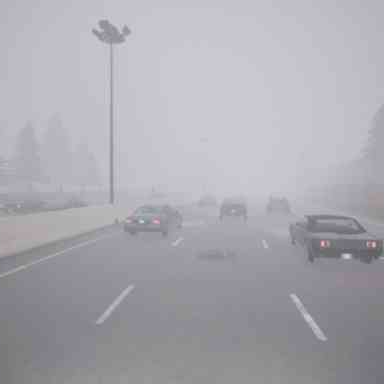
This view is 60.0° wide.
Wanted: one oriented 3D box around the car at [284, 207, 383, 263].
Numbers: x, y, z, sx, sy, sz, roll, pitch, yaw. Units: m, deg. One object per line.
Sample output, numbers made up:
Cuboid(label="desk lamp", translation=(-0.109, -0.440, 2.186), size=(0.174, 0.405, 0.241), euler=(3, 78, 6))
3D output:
Cuboid(label="car", translation=(4.552, 1.431, 11.314), size=(1.895, 1.301, 4.718), euler=(0, 1, 8))

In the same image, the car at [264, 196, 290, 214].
Cuboid(label="car", translation=(7.435, 1.050, 29.147), size=(2.128, 1.511, 4.902), euler=(0, 1, 9))

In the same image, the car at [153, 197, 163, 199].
Cuboid(label="car", translation=(-4.678, 0.805, 42.699), size=(1.882, 1.535, 5.008), euler=(0, 1, 10))

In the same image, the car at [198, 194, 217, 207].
Cuboid(label="car", translation=(1.925, 0.965, 38.654), size=(1.994, 1.385, 4.181), euler=(0, 1, 9))

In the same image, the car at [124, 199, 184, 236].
Cuboid(label="car", translation=(-1.734, 1.283, 16.670), size=(2.033, 1.411, 5.357), euler=(0, 1, 9))

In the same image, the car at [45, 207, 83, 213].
Cuboid(label="car", translation=(-10.651, 1.065, 28.330), size=(1.812, 1.442, 4.674), euler=(0, 1, 10))

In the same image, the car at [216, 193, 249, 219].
Cuboid(label="car", translation=(3.118, 1.100, 24.514), size=(1.882, 1.535, 5.008), euler=(0, 1, 9))

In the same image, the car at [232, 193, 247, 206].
Cuboid(label="car", translation=(6.049, 0.880, 42.095), size=(1.812, 1.442, 4.674), euler=(0, 1, 9))
